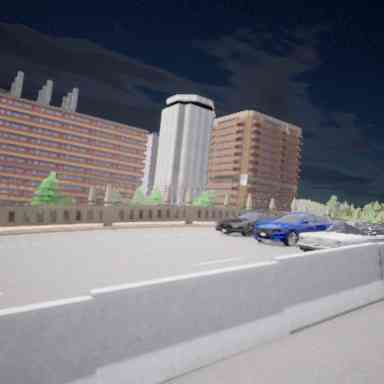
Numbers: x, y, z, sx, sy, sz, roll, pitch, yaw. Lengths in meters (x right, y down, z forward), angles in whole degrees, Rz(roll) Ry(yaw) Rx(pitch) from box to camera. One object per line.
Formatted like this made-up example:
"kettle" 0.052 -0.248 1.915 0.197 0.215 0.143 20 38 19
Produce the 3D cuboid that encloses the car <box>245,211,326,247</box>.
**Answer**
"car" 5.198 1.736 16.301 5.008 1.535 1.882 4 -2 -35

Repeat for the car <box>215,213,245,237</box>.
"car" 3.932 1.853 19.698 5.357 1.411 2.033 4 -2 -35

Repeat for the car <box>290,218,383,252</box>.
"car" 6.137 1.798 12.672 4.718 1.301 1.895 3 -2 -35
